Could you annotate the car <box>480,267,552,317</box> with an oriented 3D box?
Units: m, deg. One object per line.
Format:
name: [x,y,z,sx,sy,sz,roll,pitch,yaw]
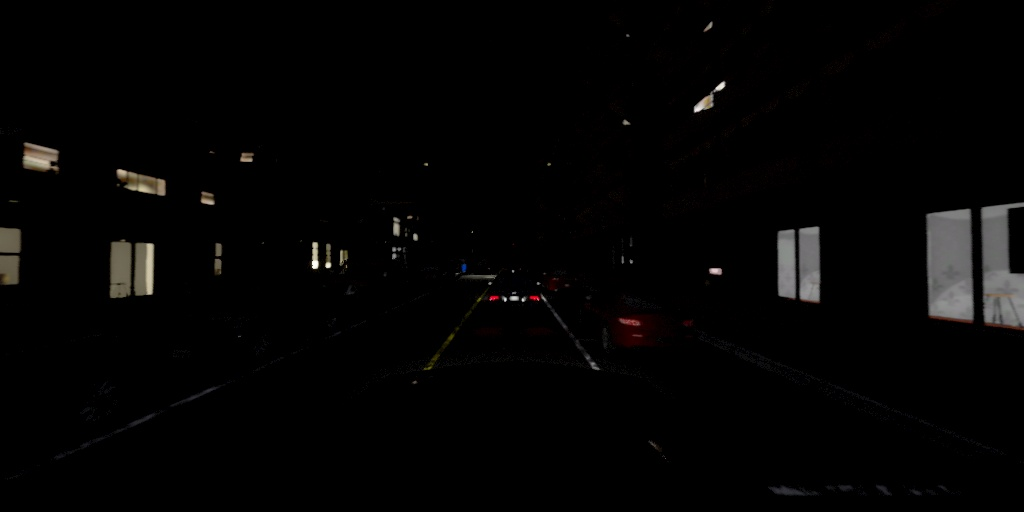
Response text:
car: [0.076,1.304,13.149,2.033,1.411,5.357,0,0,0]

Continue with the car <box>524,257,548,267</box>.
car: [2.674,1.087,36.850,2.192,1.841,5.009,0,0,0]

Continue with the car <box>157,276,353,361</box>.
car: [-5.693,1.319,8.353,1.948,1.339,4.313,0,0,0]

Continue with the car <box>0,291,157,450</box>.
car: [-5.691,1.190,2.666,1.967,1.591,4.097,0,0,0]

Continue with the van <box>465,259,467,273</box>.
van: [-5.677,1.113,36.786,1.690,1.789,3.998,0,0,0]

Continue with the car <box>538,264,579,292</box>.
car: [2.682,1.306,19.791,1.888,1.381,4.507,0,0,0]

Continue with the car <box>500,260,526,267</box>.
car: [0.078,1.334,34.280,1.994,1.385,4.181,0,0,0]

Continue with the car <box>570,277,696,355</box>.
car: [2.688,1.336,8.417,1.802,1.307,4.207,0,0,0]

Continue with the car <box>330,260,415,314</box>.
car: [-5.696,1.072,14.039,2.192,1.841,5.009,0,0,0]

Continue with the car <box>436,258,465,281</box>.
car: [-5.691,1.082,31.100,2.192,1.841,5.009,0,0,0]

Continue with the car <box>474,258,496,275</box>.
car: [-3.114,1.252,39.775,1.882,1.535,5.008,0,0,0]

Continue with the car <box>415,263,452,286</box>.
car: [-5.709,1.346,25.413,1.802,1.307,4.207,0,0,0]
